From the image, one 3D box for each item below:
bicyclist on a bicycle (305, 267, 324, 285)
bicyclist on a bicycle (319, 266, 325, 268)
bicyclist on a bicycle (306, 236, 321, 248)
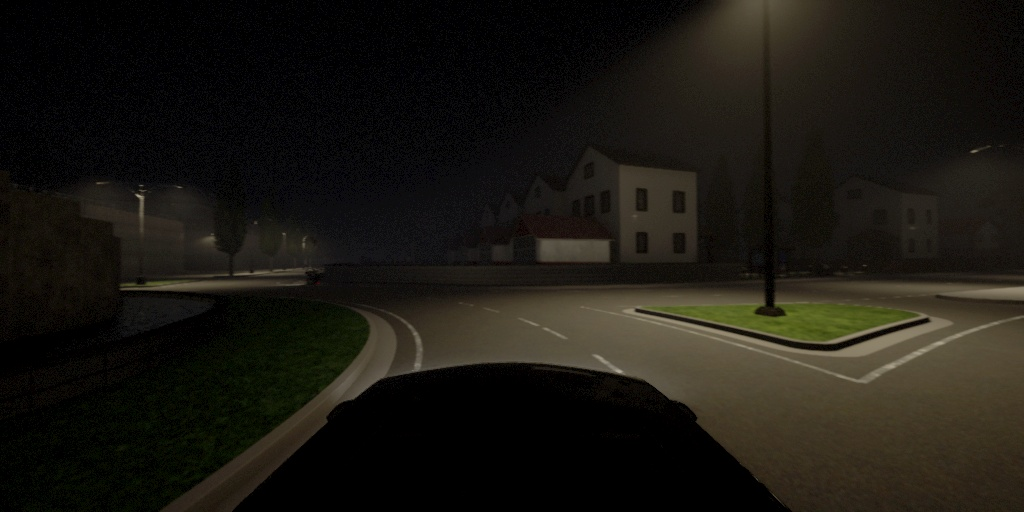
[{"bbox_3d":[-16.444,1.934,29.535,1.656,1.620,0.582,33,7,3],"label":"bicyclist on a bicycle"},{"bbox_3d":[-18.154,1.697,33.044,1.620,1.656,0.582,4,9,-42],"label":"bicyclist on a bicycle"},{"bbox_3d":[-19.254,-1.458,34.598,1.656,0.582,1.620,31,-27,-2],"label":"bicyclist on a bicycle"}]
